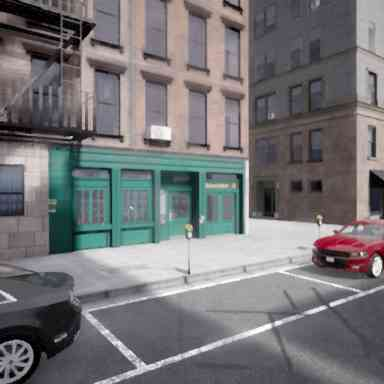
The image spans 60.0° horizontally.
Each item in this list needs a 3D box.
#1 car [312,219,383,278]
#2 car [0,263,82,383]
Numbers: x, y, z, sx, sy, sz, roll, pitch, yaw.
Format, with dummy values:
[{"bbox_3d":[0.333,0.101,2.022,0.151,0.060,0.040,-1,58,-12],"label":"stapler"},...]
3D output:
[{"bbox_3d":[5.464,1.533,10.056,4.507,1.381,1.887,0,0,-35],"label":"car"},{"bbox_3d":[-3.526,1.552,3.679,4.403,1.369,2.008,0,0,-35],"label":"car"}]
